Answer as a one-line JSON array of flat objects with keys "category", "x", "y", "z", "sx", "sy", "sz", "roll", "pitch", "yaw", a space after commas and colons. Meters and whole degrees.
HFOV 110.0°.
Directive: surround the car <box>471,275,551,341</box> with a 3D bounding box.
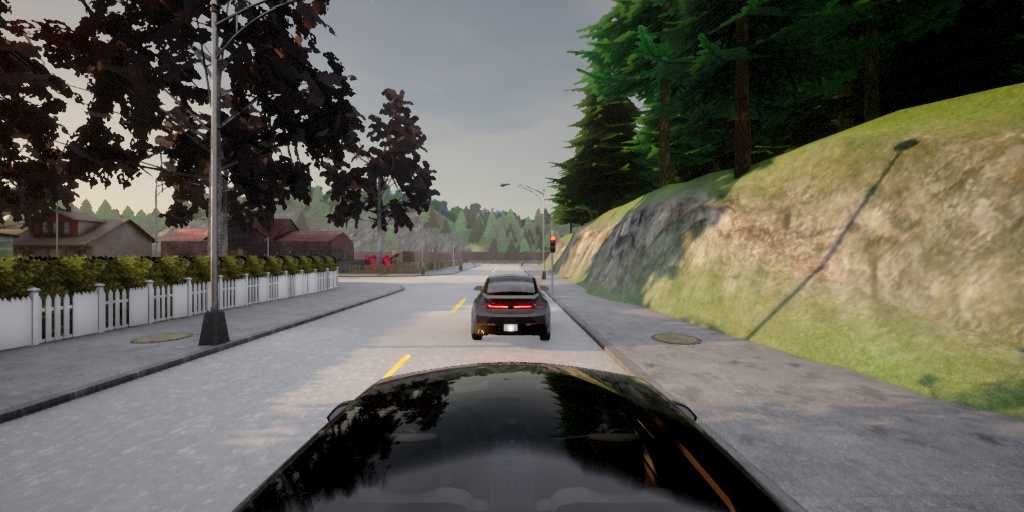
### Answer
[{"category": "car", "x": -0.017, "y": 1.255, "z": 9.933, "sx": 1.837, "sy": 1.490, "sz": 4.892, "roll": 0, "pitch": 0, "yaw": 0}]
